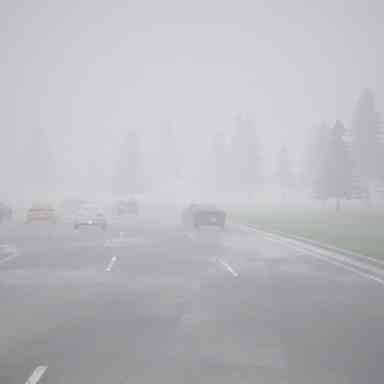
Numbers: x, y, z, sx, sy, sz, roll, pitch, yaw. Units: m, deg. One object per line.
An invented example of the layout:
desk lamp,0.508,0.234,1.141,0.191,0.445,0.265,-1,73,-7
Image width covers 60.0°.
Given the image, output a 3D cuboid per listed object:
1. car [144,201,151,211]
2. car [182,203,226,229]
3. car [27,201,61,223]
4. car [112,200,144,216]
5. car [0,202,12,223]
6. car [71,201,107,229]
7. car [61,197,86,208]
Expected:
car,-6.846,1.584,40.194,1.895,1.301,4.718,0,0,-34
car,0.642,1.468,21.688,1.882,1.535,5.008,0,0,-14
car,-11.414,1.467,25.620,1.882,1.535,5.008,0,0,-19
car,-6.614,1.476,32.506,2.128,1.511,4.902,0,0,-23
car,-14.847,1.467,24.926,1.882,1.535,5.008,0,0,-20
car,-6.517,1.517,21.533,1.812,1.442,4.674,0,0,-15
car,-16.397,1.459,45.783,5.008,1.535,1.882,0,0,43
